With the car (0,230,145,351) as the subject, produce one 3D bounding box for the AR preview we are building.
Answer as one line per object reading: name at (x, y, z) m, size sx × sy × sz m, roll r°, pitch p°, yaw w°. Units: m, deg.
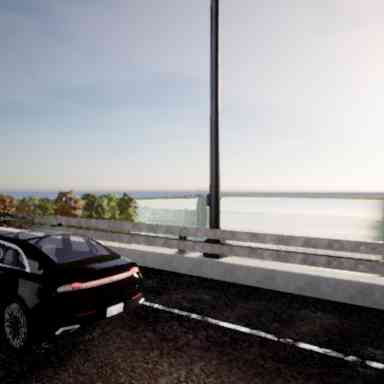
car at (-3.075, 1.475, 6.206) m, size 4.902 × 1.511 × 2.128 m, roll 0°, pitch 0°, yaw 36°
